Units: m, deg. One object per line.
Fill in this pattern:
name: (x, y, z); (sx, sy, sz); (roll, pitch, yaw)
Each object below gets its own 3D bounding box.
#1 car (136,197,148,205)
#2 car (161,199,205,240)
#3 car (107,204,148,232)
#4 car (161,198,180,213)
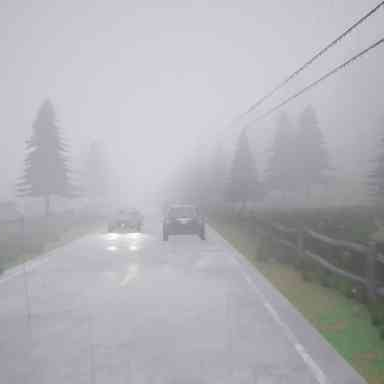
car: (-9.183, 1.783, 61.052); (2.097, 1.767, 4.553); (0, 0, -9)
car: (-0.496, 1.474, 18.084); (2.097, 1.767, 4.553); (0, 0, -3)
car: (-4.085, 1.714, 21.055); (1.994, 1.385, 4.181); (0, 0, -4)
car: (-2.766, 1.635, 41.684); (2.097, 1.767, 4.553); (0, 0, -8)
